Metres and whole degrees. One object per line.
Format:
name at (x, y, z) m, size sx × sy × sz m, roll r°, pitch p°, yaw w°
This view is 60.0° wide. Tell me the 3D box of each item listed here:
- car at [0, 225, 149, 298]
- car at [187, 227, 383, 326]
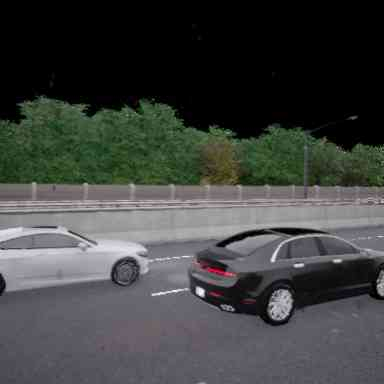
car at (-3.348, 1.533, 7.936) m, size 4.674 × 1.442 × 1.812 m, roll 0°, pitch 0°, yaw -28°
car at (2.272, 1.503, 6.988) m, size 4.892 × 1.490 × 1.837 m, roll 0°, pitch 0°, yaw -28°
